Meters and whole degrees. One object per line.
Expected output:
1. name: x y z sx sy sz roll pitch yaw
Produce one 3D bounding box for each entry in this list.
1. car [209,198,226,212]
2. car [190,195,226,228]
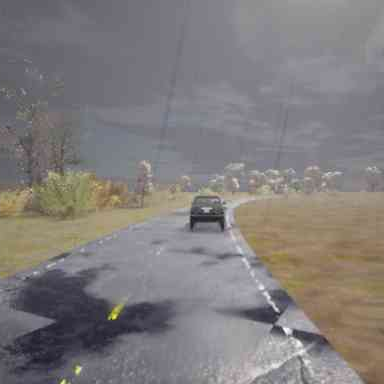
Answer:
1. car: 3.132 1.498 40.276 1.812 1.442 4.674 0 0 8
2. car: 1.072 1.210 22.144 2.150 2.045 5.566 0 0 5
